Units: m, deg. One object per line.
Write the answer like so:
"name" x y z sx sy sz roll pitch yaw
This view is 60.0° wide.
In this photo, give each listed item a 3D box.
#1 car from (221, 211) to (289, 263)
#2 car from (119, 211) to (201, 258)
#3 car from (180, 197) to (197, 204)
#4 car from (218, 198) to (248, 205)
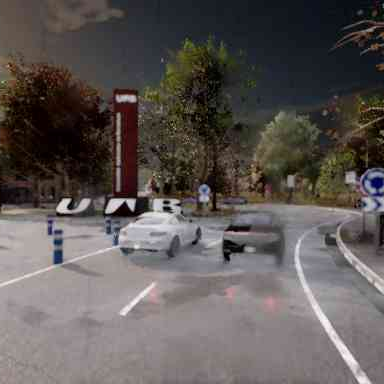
"car" 2.277 1.398 11.587 2.128 1.511 4.902 0 0 16
"car" -1.044 1.431 12.376 1.812 1.442 4.674 0 0 16
"car" -0.457 1.603 59.454 4.181 1.385 1.994 0 0 19
"car" 7.218 1.597 58.730 5.357 1.411 2.033 0 0 39
